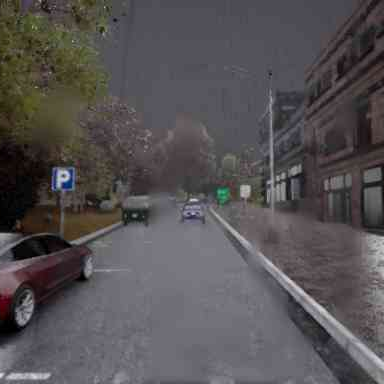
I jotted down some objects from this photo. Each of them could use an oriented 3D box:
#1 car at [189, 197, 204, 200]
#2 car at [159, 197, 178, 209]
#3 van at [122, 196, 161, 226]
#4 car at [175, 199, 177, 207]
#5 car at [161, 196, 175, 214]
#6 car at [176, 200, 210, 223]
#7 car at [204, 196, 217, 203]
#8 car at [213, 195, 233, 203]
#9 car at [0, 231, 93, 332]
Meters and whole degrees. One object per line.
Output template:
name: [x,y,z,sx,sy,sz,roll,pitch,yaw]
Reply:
car: [0.309,1.481,42.857,1.812,1.442,4.674,0,0,3]
car: [-3.175,1.448,46.402,2.097,1.535,5.008,0,0,2]
van: [-3.634,1.286,23.738,1.878,1.987,4.442,1,0,2]
car: [-3.415,1.343,40.700,2.185,1.767,4.553,-1,1,2]
car: [-3.414,1.492,34.991,2.231,1.521,4.892,0,0,2]
car: [0.090,1.575,25.938,2.033,1.411,5.357,0,0,0]
car: [3.391,1.546,67.953,2.231,1.521,4.892,-2,-1,29]
car: [6.828,1.612,72.700,2.097,1.535,5.008,-3,-4,36]
car: [-3.649,1.527,6.933,2.163,1.488,4.792,0,0,2]
